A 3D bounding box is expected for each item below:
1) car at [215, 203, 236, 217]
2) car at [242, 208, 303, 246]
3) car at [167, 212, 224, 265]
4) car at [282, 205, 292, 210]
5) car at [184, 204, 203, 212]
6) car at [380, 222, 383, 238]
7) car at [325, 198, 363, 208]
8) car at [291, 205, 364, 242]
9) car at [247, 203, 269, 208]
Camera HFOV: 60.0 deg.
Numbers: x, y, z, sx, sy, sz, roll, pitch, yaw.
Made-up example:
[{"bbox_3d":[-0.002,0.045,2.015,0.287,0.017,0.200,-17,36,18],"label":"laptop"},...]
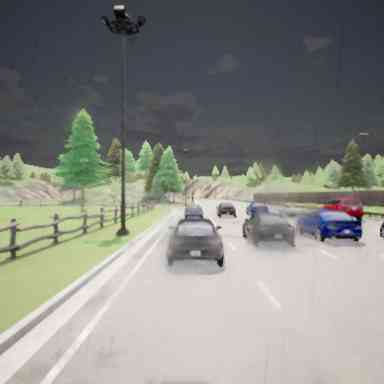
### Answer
[{"bbox_3d":[3.695,1.944,36.586,1.837,1.490,4.892,0,0,0],"label":"car"},{"bbox_3d":[3.623,1.721,16.222,1.812,1.442,4.674,0,-1,0],"label":"car"},{"bbox_3d":[0.110,1.672,12.105,1.812,1.442,4.674,0,-1,0],"label":"car"},{"bbox_3d":[10.692,2.027,35.607,1.895,1.301,4.718,0,-1,0],"label":"car"},{"bbox_3d":[0.185,1.947,33.288,2.033,1.411,5.357,0,-1,0],"label":"car"},{"bbox_3d":[10.627,1.675,15.239,2.128,1.511,4.902,0,-1,0],"label":"car"},{"bbox_3d":[14.179,1.603,31.727,2.150,2.045,5.566,0,-1,0],"label":"car"},{"bbox_3d":[7.136,1.691,17.758,1.882,1.535,5.008,0,0,0],"label":"car"},{"bbox_3d":[7.195,1.918,36.784,1.882,1.535,5.008,0,0,0],"label":"car"}]
